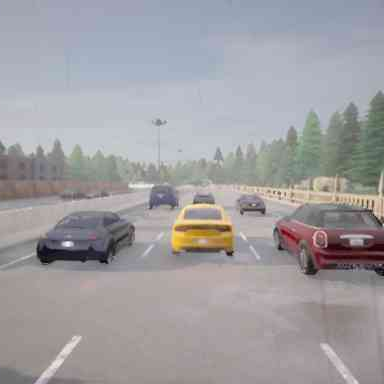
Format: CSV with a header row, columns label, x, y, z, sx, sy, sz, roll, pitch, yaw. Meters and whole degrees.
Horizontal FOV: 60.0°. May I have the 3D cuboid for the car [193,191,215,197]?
label,x,y,z,sx,sy,sz,roll,pitch,yaw
car,1.097,0.677,30.454,2.128,1.511,4.902,0,2,2

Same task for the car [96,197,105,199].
label,x,y,z,sx,sy,sz,roll,pitch,yaw
car,-12.575,0.268,44.226,2.128,1.511,4.902,0,2,2

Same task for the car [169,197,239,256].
label,x,y,z,sx,sy,sz,roll,pitch,yaw
car,0.402,1.159,11.804,1.882,1.535,5.008,0,2,2

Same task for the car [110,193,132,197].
label,x,y,z,sx,sy,sz,roll,pitch,yaw
car,-9.108,0.356,43.414,2.033,1.411,5.357,0,2,2

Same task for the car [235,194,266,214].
label,x,y,z,sx,sy,sz,roll,pitch,yaw
car,4.394,0.878,25.436,2.033,1.411,5.357,0,2,3

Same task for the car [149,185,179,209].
label,x,y,z,sx,sy,sz,roll,pitch,yaw
car,-2.431,0.417,29.654,2.150,2.045,5.566,0,1,2

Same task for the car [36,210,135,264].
label,x,y,z,sx,sy,sz,roll,pitch,yaw
car,-3.146,1.267,10.626,1.994,1.385,4.181,0,2,2

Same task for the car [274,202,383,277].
label,x,y,z,sx,sy,sz,roll,pitch,yaw
car,3.820,1.101,9.662,2.097,1.767,4.553,0,1,2
